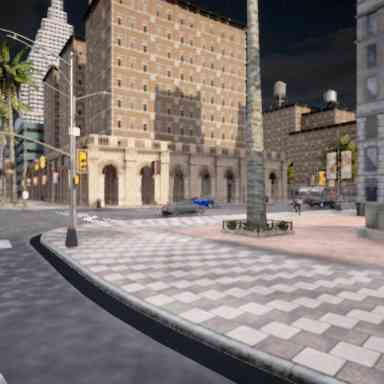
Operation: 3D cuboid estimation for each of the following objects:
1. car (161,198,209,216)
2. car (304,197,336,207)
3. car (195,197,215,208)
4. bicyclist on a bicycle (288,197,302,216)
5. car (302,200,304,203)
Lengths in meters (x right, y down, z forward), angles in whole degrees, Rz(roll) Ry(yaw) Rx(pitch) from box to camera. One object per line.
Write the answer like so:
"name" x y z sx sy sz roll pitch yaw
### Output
"car" -0.855 1.541 31.831 4.181 1.385 1.994 0 0 -33
"car" 19.305 1.483 49.312 4.892 1.490 1.837 0 0 -34
"car" 0.816 1.446 45.703 5.008 1.535 1.882 0 0 -33
"bicyclist on a bicycle" 9.170 1.286 29.683 0.582 1.620 1.656 0 0 -33
"car" 22.119 1.520 59.644 5.357 1.411 2.033 0 0 -33
